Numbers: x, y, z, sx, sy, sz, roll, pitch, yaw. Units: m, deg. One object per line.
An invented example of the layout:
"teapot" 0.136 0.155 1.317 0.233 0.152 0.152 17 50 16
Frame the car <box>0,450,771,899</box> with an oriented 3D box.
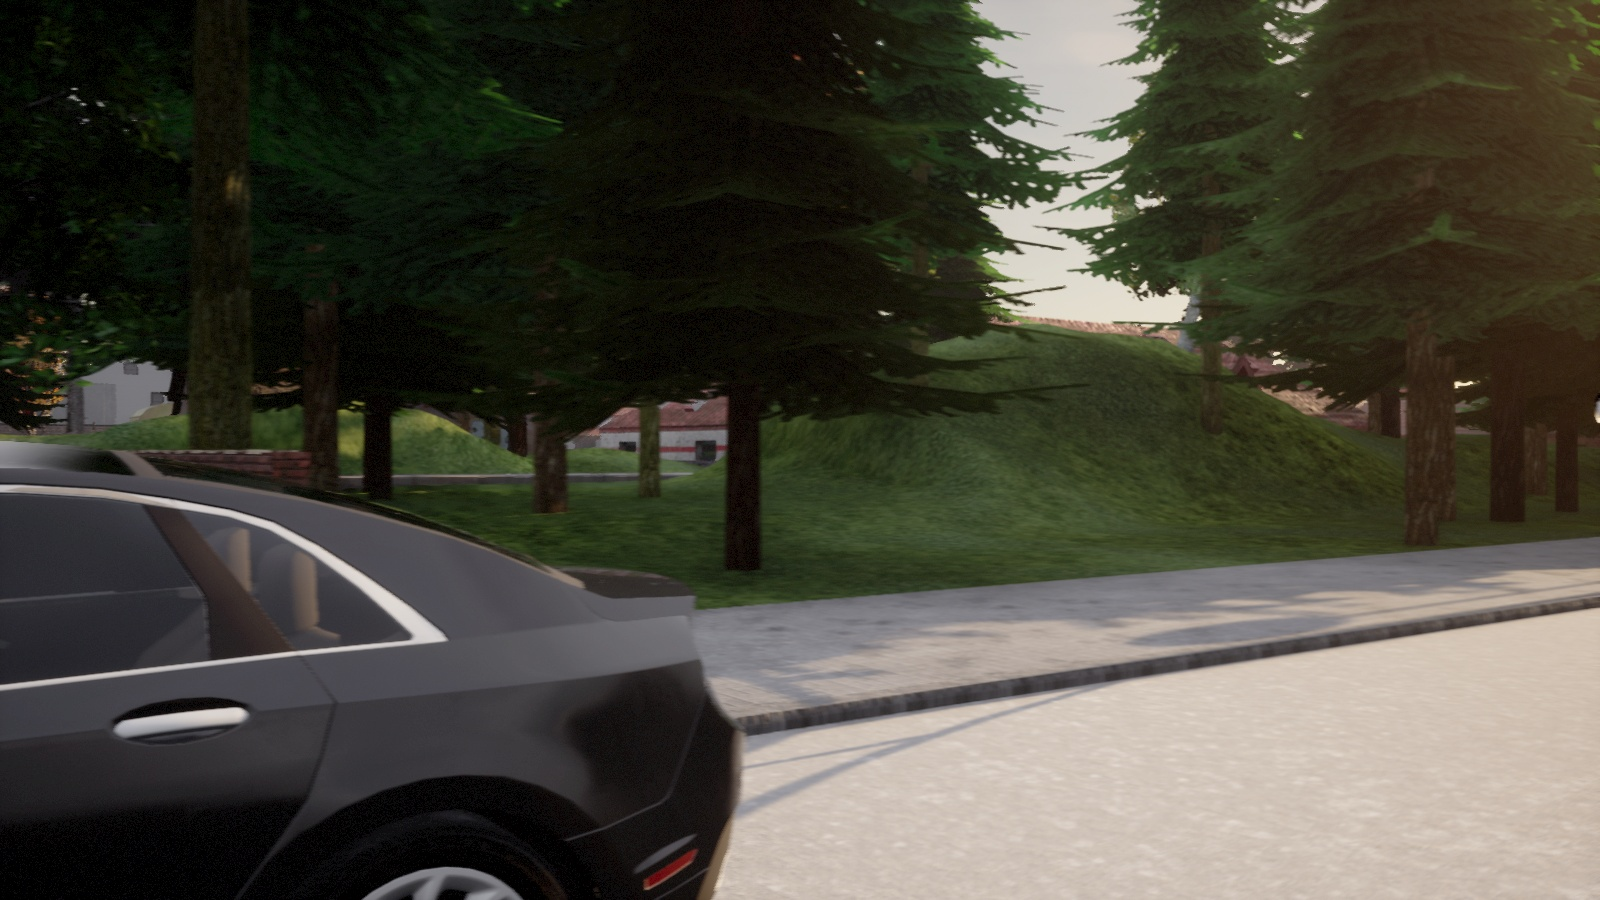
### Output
"car" -2.607 0.762 2.453 4.892 1.490 1.837 0 0 -35
